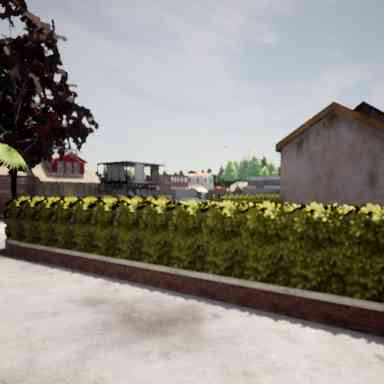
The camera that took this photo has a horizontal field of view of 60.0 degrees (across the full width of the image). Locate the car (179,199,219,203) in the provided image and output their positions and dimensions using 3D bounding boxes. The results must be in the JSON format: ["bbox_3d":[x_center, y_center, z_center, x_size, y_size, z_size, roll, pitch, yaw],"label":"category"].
[{"bbox_3d":[1.457,1.327,20.073,5.357,1.415,2.033,0,0,38],"label":"car"}]

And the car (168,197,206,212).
[{"bbox_3d":[-0.513,1.426,39.686,2.128,1.511,4.902,0,0,36],"label":"car"}]
